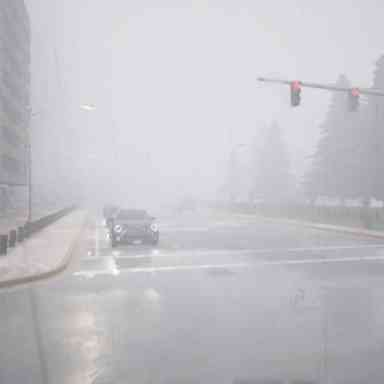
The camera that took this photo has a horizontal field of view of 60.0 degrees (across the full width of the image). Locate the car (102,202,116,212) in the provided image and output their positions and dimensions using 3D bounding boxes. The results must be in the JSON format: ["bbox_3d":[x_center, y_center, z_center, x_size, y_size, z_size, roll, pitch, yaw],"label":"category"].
[{"bbox_3d":[-12.891,2.265,51.510,1.837,1.490,4.892,0,-1,-16],"label":"car"}]

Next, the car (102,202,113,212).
[{"bbox_3d":[-8.639,2.111,36.342,1.895,1.301,4.718,0,-1,-16],"label":"car"}]

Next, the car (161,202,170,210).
[{"bbox_3d":[-4.185,2.426,59.241,1.895,1.301,4.718,0,-1,-16],"label":"car"}]

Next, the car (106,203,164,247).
[{"bbox_3d":[-2.970,1.615,16.555,2.097,1.767,4.553,0,-1,-16],"label":"car"}]

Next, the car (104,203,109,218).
[{"bbox_3d":[-5.811,1.892,26.462,1.837,1.490,4.892,0,-1,-16],"label":"car"}]

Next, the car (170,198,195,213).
[{"bbox_3d":[-1.210,1.919,49.039,2.150,2.045,5.566,0,-1,-16],"label":"car"}]
